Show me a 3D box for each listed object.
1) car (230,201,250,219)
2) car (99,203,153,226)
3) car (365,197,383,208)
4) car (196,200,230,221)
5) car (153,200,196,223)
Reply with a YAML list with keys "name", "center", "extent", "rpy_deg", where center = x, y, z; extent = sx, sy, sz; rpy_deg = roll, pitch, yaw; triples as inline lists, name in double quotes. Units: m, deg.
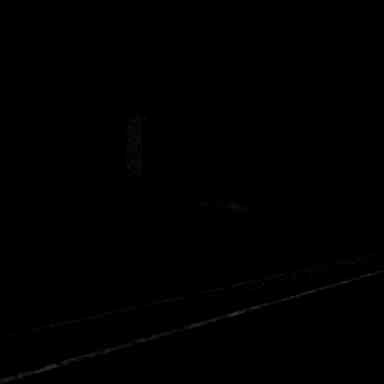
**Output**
- name: "car"
  center: [2.999, 1.471, 28.675]
  extent: [2.002, 1.452, 4.674]
  rpy_deg: [0, 0, -35]
- name: "car"
  center: [-4.899, 1.478, 23.046]
  extent: [2.002, 1.452, 4.674]
  rpy_deg: [0, 0, -35]
- name: "car"
  center: [26.198, 1.415, 45.204]
  extent: [2.097, 1.535, 5.008]
  rpy_deg: [0, 0, -35]
- name: "car"
  center: [0.430, 1.433, 26.854]
  extent: [2.097, 1.535, 5.008]
  rpy_deg: [0, 0, -35]
- name: "car"
  center: [-2.229, 1.437, 24.945]
  extent: [2.231, 1.521, 4.892]
  rpy_deg: [0, 0, -35]
